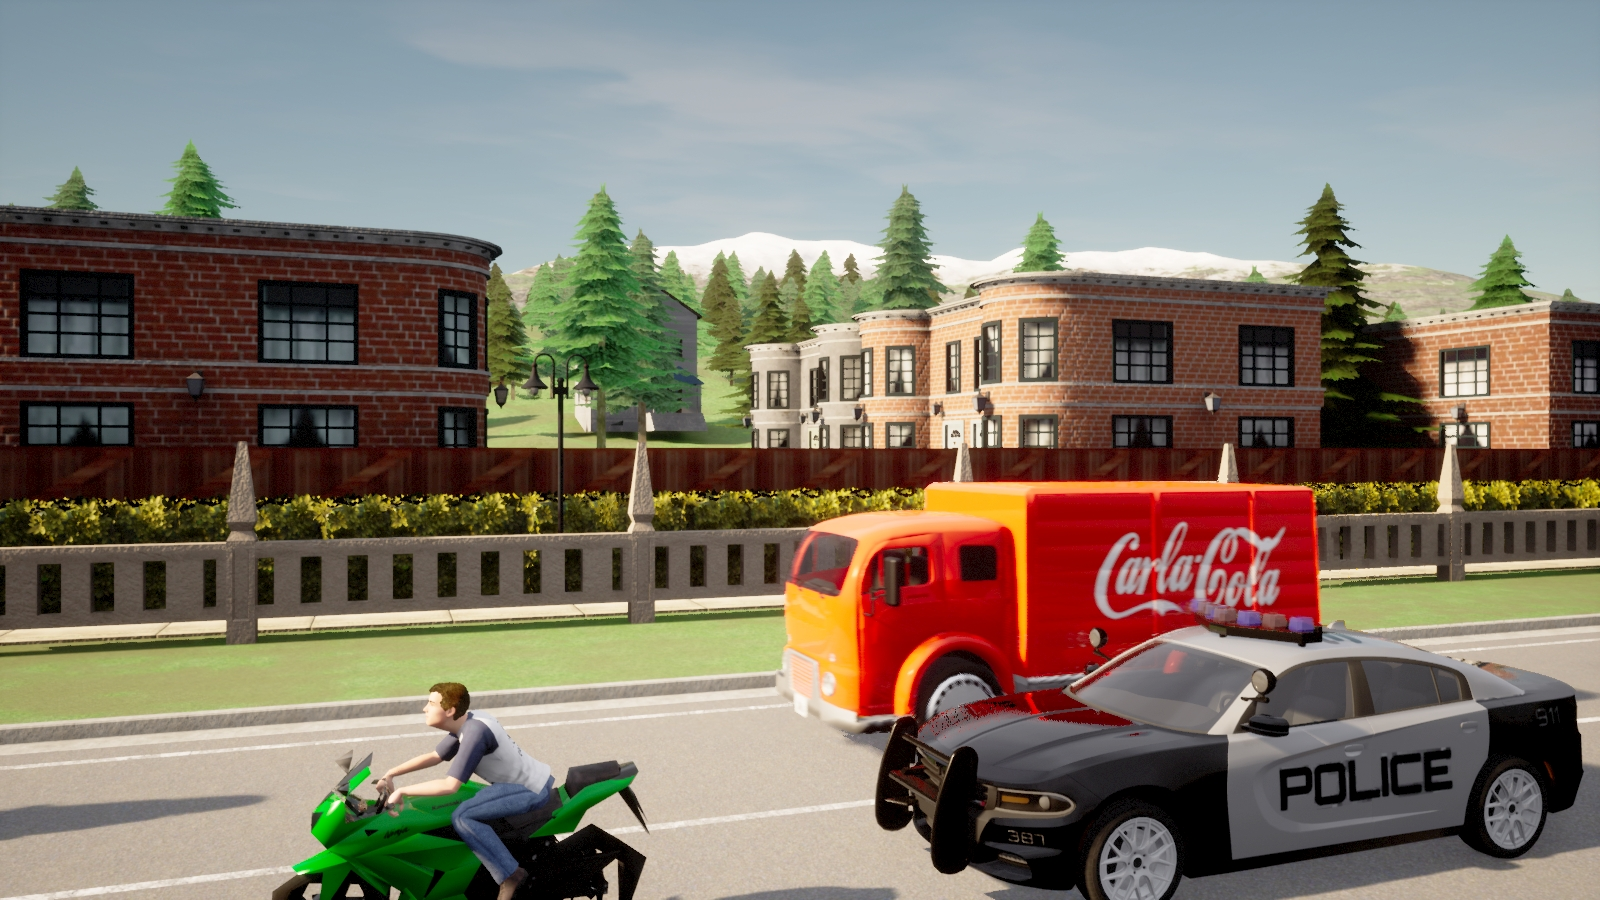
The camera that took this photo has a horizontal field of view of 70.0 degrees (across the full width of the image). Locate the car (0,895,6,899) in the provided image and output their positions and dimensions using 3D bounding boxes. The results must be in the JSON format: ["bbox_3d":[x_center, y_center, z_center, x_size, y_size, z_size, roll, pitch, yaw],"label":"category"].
[{"bbox_3d":[-4.025,2.066,1.836,4.193,1.474,1.816,0,0,-20],"label":"car"}]

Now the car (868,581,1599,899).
[{"bbox_3d":[3.312,1.982,8.229,5.238,1.638,2.097,0,0,-20],"label":"car"}]

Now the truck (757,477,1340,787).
[{"bbox_3d":[2.448,1.566,11.642,5.204,2.467,2.627,0,0,-20],"label":"truck"}]

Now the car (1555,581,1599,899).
[{"bbox_3d":[7.335,1.754,5.968,6.274,2.098,2.390,0,0,-20],"label":"car"}]

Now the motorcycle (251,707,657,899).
[{"bbox_3d":[-1.880,2.186,6.339,2.033,1.199,0.803,0,0,-20],"label":"motorcycle"}]
